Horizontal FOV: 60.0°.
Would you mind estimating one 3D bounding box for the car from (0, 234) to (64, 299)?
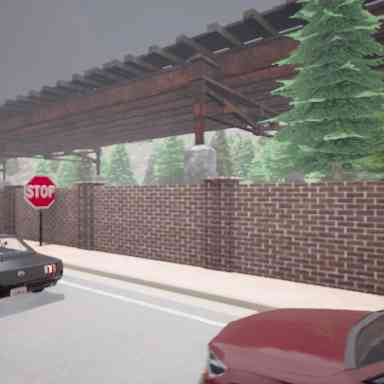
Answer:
[{"bbox_3d":[-5.120,1.637,7.711,4.718,1.301,1.895,0,0,36],"label":"car"}]

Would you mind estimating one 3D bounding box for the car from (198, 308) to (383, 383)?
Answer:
[{"bbox_3d":[2.227,1.523,2.365,4.674,1.442,1.812,0,0,36],"label":"car"}]
